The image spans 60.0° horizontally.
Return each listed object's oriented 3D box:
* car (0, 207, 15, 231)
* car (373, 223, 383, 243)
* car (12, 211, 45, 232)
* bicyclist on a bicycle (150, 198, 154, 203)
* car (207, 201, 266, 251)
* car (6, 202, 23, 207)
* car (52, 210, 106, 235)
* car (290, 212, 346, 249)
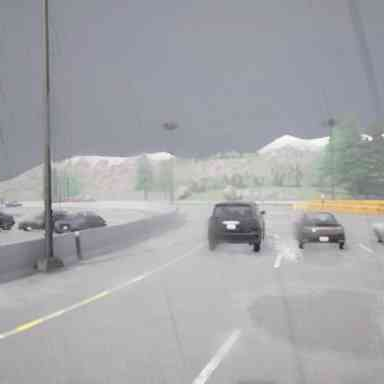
[{"bbox_3d":[-14.296,2.029,22.638,2.128,1.511,4.902,-1,-1,10],"label":"car"},{"bbox_3d":[9.034,1.694,13.771,1.895,1.301,4.718,-1,-1,15],"label":"car"},{"bbox_3d":[-10.408,2.067,24.573,2.033,1.411,5.357,-1,-1,7],"label":"car"},{"bbox_3d":[-10.638,2.279,89.790,0.582,1.620,1.656,0,-21,37],"label":"bicyclist on a bicycle"},{"bbox_3d":[2.158,1.445,15.419,2.150,2.045,5.566,-1,-1,14],"label":"car"},{"bbox_3d":[-43.414,3.036,81.245,5.357,1.411,2.033,-1,0,36],"label":"car"},{"bbox_3d":[-7.320,2.007,22.015,1.994,1.385,4.181,-1,-1,10],"label":"car"},{"bbox_3d":[5.731,1.661,15.442,2.128,1.511,4.902,-1,-1,13],"label":"car"}]
